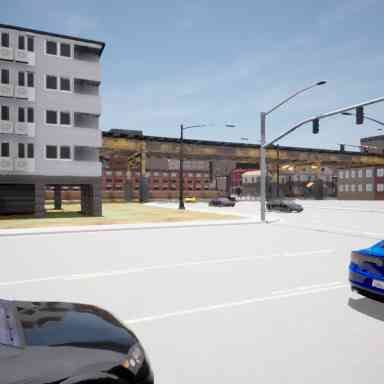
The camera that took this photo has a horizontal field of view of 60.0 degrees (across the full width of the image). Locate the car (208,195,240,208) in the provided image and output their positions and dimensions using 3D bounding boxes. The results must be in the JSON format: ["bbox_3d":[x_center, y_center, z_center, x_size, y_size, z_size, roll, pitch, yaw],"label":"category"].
[{"bbox_3d":[4.280,1.547,48.442,2.033,1.411,5.357,0,0,-25],"label":"car"}]

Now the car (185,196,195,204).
[{"bbox_3d":[-0.403,1.477,64.574,1.882,1.535,5.008,0,0,3],"label":"car"}]

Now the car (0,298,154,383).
[{"bbox_3d":[-2.428,1.564,2.750,4.181,1.385,1.994,0,0,-32],"label":"car"}]

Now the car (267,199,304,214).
[{"bbox_3d":[10.071,1.526,36.377,1.812,1.442,4.674,0,0,-26],"label":"car"}]

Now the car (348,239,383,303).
[{"bbox_3d":[5.550,1.478,6.903,5.008,1.535,1.882,0,0,-25],"label":"car"}]

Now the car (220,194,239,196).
[{"bbox_3d":[8.259,1.540,78.709,2.033,1.411,5.357,0,0,40],"label":"car"}]
